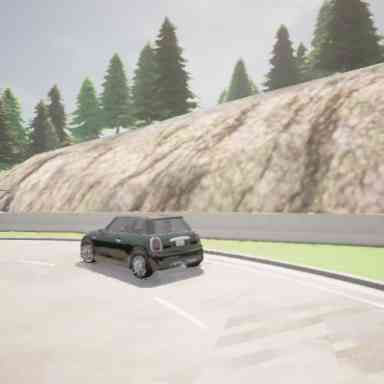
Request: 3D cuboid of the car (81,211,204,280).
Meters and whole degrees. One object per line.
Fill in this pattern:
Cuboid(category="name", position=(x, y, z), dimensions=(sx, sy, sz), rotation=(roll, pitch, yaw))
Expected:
Cuboid(category="car", position=(-1.789, 1.474, 10.743), dimensions=(2.097, 1.767, 4.553), rotation=(-1, 0, -44))
